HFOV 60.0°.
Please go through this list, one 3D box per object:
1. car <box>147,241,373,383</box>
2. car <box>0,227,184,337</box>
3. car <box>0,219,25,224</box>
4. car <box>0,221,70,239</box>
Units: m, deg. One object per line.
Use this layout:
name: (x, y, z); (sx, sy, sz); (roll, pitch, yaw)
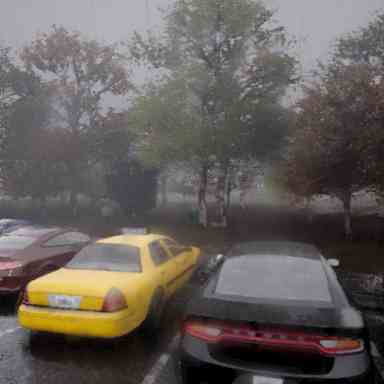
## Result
car: (1.271, 1.501, 5.170); (2.097, 1.535, 5.008); (0, -1, 15)
car: (-1.106, 1.526, 7.063); (1.946, 1.575, 5.366); (0, -1, 15)
car: (-6.030, 1.611, 10.237); (2.002, 1.452, 4.674); (0, 0, 15)
car: (-3.597, 1.590, 8.573); (2.002, 1.452, 4.674); (0, -1, 15)
